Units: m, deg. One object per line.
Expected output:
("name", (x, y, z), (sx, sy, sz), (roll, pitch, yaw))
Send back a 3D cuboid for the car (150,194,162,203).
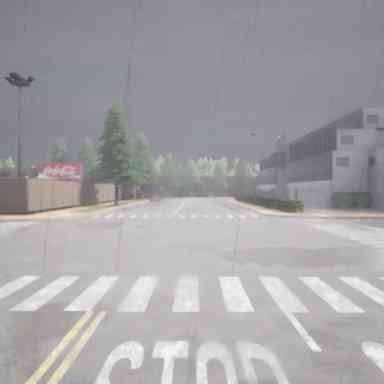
("car", (-6.584, 1.179, 61.318), (2.128, 1.511, 4.902), (0, 1, 1))
